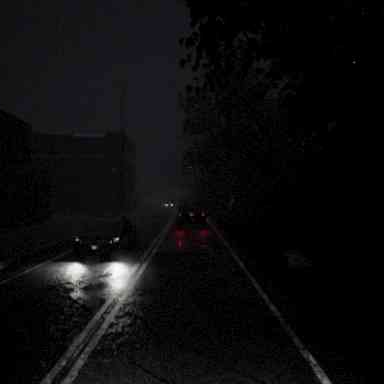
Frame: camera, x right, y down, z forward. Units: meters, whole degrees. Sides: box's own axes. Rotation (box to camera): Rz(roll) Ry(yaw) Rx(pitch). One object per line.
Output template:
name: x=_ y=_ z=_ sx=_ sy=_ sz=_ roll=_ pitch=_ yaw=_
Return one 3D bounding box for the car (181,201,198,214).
car: x=-0.425 y=1.946 z=42.609 sx=2.033 sy=1.411 sz=5.357 roll=0 pitch=0 yaw=-2

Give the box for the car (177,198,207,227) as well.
car: x=-0.052 y=1.603 z=24.946 sx=2.097 sy=1.767 sz=4.553 roll=0 pitch=0 yaw=-1

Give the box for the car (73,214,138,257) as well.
car: x=-3.386 y=1.671 z=13.824 sx=1.812 sy=1.442 sz=4.674 roll=0 pitch=-1 yaw=0

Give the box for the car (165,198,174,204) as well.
car: x=-5.106 y=2.003 z=74.940 sx=1.994 sy=1.385 sz=4.181 roll=0 pitch=0 yaw=-3
